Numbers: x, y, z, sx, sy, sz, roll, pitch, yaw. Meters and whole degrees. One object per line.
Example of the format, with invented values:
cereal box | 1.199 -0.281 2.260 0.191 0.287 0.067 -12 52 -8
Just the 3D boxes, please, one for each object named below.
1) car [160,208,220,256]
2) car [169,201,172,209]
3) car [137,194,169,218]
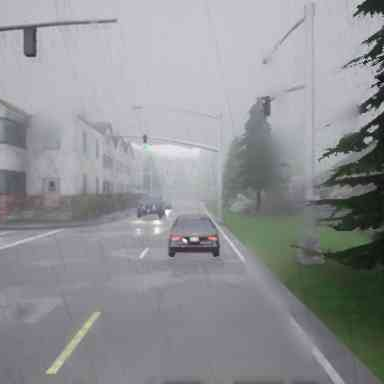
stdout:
car | 0.066 1.563 13.154 2.033 1.411 5.357 0 0 0
car | -3.693 1.616 44.194 1.994 1.385 4.181 0 0 0
car | -3.684 1.259 30.966 2.150 2.045 5.566 0 0 0
